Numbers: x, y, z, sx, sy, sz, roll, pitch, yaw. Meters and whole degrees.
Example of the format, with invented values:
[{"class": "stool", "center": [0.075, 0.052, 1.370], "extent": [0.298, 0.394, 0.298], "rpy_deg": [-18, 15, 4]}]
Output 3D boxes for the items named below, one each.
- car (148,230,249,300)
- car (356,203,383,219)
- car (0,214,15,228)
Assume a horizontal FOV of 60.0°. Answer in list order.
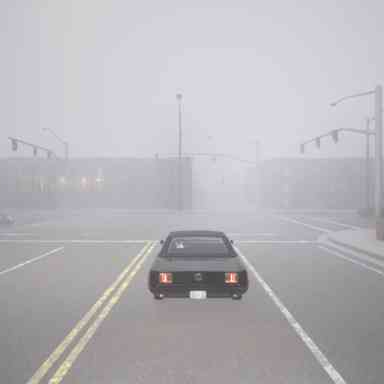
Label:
[{"class": "car", "center": [0.121, 1.601, 8.334], "extent": [1.895, 1.301, 4.718], "rpy_deg": [0, 0, 0]}, {"class": "car", "center": [16.893, 1.601, 28.749], "extent": [4.718, 1.301, 1.895], "rpy_deg": [0, 0, 0]}, {"class": "car", "center": [-15.959, 2.354, 24.945], "extent": [4.902, 1.511, 2.128], "rpy_deg": [-13, 0, 0]}]
